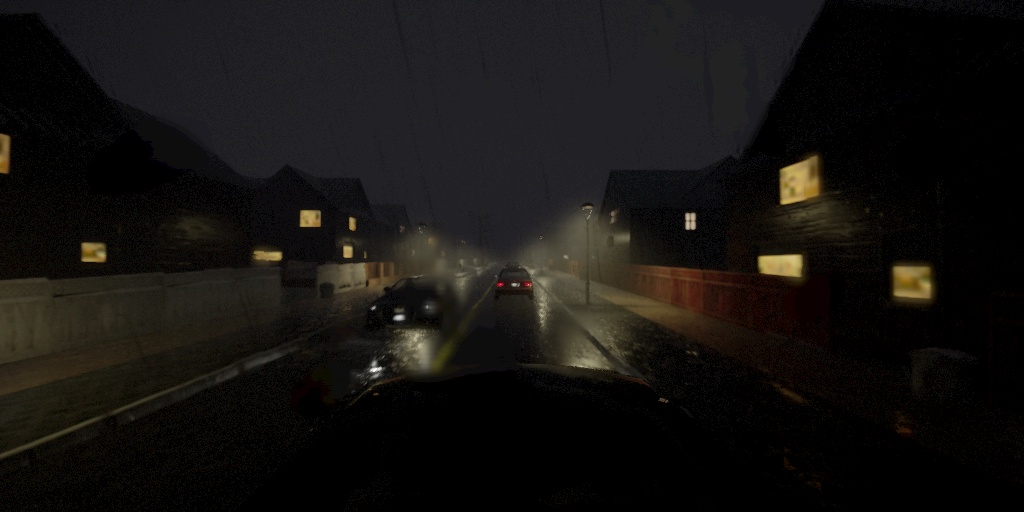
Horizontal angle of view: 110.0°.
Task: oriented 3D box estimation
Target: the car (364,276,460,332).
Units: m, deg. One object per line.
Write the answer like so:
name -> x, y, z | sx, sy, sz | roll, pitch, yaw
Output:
car -> -2.750, 1.314, 10.730 | 1.994, 1.385, 4.181 | 0, 0, 0

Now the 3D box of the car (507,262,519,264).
car -> 0.101, 1.333, 38.727 | 1.994, 1.385, 4.181 | 0, 0, 0

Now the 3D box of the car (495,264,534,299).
car -> 0.100, 1.300, 18.052 | 2.033, 1.411, 5.357 | 0, 0, 0
